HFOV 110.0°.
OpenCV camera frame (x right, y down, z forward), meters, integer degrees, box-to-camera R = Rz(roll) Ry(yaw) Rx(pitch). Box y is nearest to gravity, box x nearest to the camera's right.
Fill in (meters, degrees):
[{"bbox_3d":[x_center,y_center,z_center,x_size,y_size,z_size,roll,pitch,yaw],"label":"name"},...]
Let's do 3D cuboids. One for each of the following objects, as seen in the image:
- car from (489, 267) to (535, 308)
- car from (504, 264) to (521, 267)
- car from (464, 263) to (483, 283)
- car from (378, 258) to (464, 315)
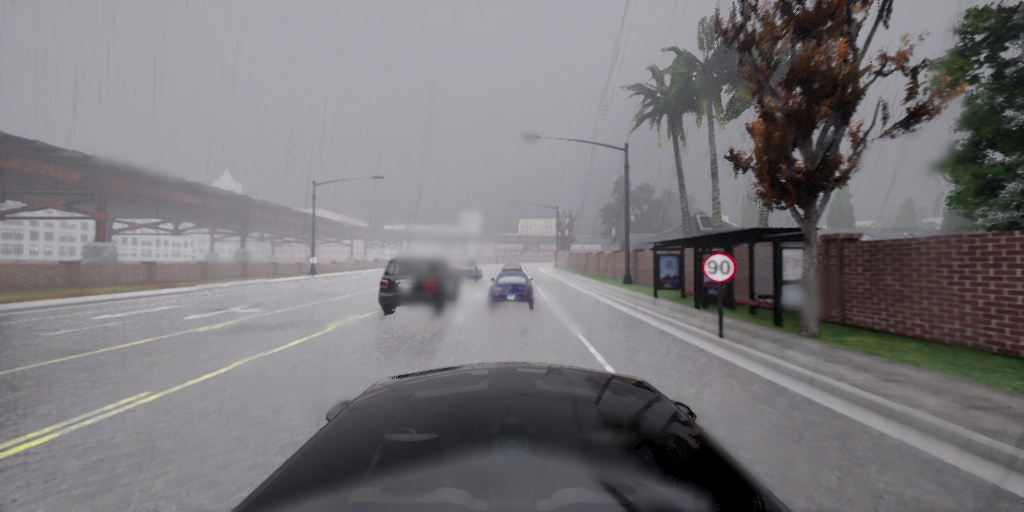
[{"bbox_3d":[0.020,1.395,15.738,1.812,1.442,4.674,0,0,0],"label":"car"},{"bbox_3d":[0.023,1.387,31.064,1.882,1.535,5.008,0,0,0],"label":"car"},{"bbox_3d":[-3.486,1.514,30.079,1.895,1.301,4.718,0,0,0],"label":"car"},{"bbox_3d":[-3.492,1.090,14.427,2.150,2.045,5.566,0,0,0],"label":"car"}]
